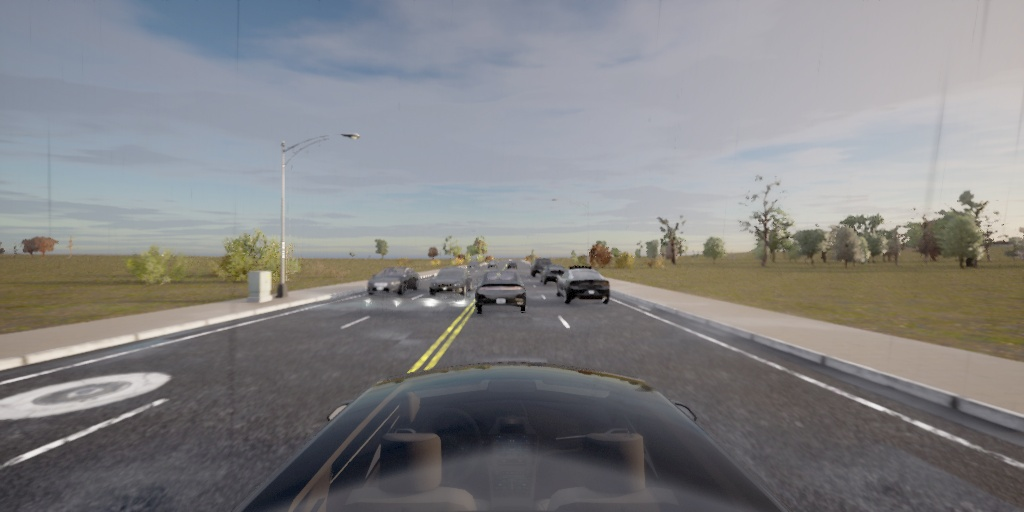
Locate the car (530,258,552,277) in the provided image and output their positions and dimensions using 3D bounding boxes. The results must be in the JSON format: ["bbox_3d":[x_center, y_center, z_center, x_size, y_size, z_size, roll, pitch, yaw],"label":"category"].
[{"bbox_3d":[3.251,1.230,39.195,2.150,2.045,5.566,0,0,0],"label":"car"}]

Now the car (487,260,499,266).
[{"bbox_3d":[-3.249,1.455,62.010,1.837,1.490,4.892,0,0,0],"label":"car"}]

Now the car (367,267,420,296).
[{"bbox_3d":[-6.595,1.375,20.409,2.128,1.511,4.902,0,0,0],"label":"car"}]

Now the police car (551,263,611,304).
[{"bbox_3d":[3.251,1.287,17.274,1.930,1.638,5.238,0,0,0],"label":"police car"}]

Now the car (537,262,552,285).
[{"bbox_3d":[3.250,1.440,28.163,1.837,1.490,4.892,0,0,0],"label":"car"}]

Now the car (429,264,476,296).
[{"bbox_3d":[-3.345,1.387,20.246,1.837,1.490,4.892,0,0,0],"label":"car"}]

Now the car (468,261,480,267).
[{"bbox_3d":[-6.499,1.495,62.010,2.033,1.411,5.357,0,0,0],"label":"car"}]

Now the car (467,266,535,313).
[{"bbox_3d":[-0.408,1.334,14.531,2.128,1.511,4.902,0,0,-1],"label":"car"}]
